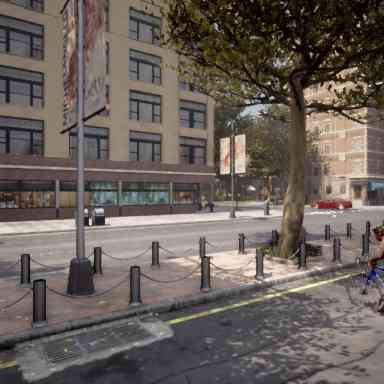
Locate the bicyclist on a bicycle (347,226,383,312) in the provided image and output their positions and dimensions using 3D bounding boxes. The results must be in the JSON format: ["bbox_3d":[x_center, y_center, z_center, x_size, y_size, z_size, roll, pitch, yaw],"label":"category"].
[{"bbox_3d":[3.574,1.454,6.002,0.582,1.620,1.656,0,-1,-35],"label":"bicyclist on a bicycle"}]

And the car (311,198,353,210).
[{"bbox_3d":[17.634,1.477,42.042,5.008,1.535,1.882,0,0,41],"label":"car"}]
